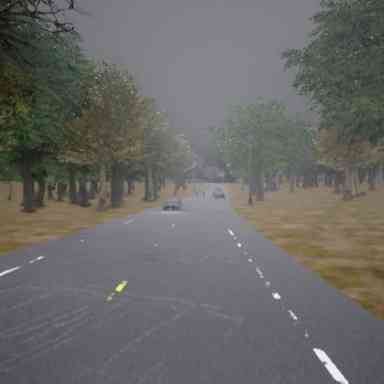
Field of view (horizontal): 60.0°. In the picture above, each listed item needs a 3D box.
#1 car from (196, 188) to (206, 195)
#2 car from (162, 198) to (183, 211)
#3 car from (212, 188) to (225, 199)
[{"bbox_3d":[2.067,-0.042,78.852,2.150,2.045,5.566,0,1,6],"label":"car"},{"bbox_3d":[-2.089,1.352,37.580,2.033,1.411,5.357,0,1,4],"label":"car"},{"bbox_3d":[5.701,0.577,67.988,2.097,1.767,4.553,0,1,6],"label":"car"}]
